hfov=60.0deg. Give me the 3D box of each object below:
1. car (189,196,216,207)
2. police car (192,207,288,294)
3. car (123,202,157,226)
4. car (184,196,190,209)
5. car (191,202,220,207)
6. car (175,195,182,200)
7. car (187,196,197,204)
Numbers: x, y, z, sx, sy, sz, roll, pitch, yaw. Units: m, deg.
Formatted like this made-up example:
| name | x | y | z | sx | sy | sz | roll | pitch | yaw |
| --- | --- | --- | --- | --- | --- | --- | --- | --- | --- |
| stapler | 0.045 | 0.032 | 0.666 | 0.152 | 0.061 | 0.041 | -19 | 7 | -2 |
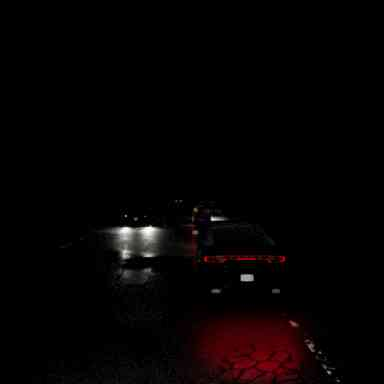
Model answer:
| name | x | y | z | sx | sy | sz | roll | pitch | yaw |
| --- | --- | --- | --- | --- | --- | --- | --- | --- | --- |
| car | 1.025 | 1.346 | 24.756 | 2.097 | 1.767 | 4.553 | 0 | 0 | 0 |
| police car | 1.042 | 1.423 | 8.894 | 1.930 | 1.638 | 5.238 | 0 | 0 | 0 |
| car | -3.622 | 1.499 | 23.810 | 1.837 | 1.490 | 4.892 | 0 | 0 | 0 |
| car | -0.025 | 1.474 | 45.248 | 1.882 | 1.535 | 5.008 | 0 | 0 | 0 |
| car | 1.032 | 1.521 | 18.785 | 1.812 | 1.442 | 4.674 | 0 | 0 | 0 |
| car | -3.592 | 1.565 | 91.675 | 2.033 | 1.411 | 5.357 | 0 | 0 | 0 |
| car | -0.063 | 1.509 | 64.386 | 1.837 | 1.490 | 4.892 | 0 | 0 | 0 |
